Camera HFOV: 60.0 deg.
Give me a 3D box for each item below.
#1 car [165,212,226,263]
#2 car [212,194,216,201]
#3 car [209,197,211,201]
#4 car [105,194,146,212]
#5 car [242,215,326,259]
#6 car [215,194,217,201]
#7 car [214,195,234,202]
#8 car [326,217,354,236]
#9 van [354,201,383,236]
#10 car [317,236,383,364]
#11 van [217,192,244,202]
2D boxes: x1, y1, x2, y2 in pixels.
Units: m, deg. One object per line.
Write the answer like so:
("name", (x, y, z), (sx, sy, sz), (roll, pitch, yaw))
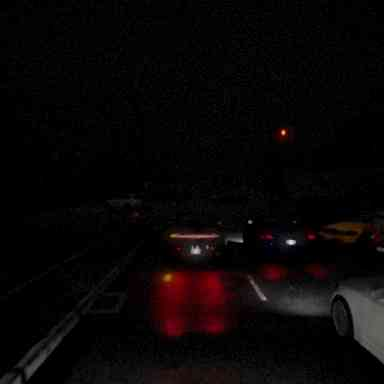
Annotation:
("car", (0.104, 1.469, 11.829), (2.128, 1.511, 4.902), (0, 0, 0))
("car", (7.916, 1.511, 75.278), (5.366, 1.575, 1.946), (1, -1, -20))
("car", (8.266, 1.845, 90.300), (5.366, 1.575, 1.946), (1, -2, -20))
("car", (-8.029, 1.228, 39.946), (5.566, 2.045, 2.150), (0, 1, 36))
("car", (3.104, 1.540, 12.436), (1.994, 1.385, 4.181), (0, 0, 0))
("car", (8.091, 1.493, 72.364), (4.674, 1.452, 2.002), (1, -1, -20))
("car", (8.123, 1.589, 84.288), (4.553, 1.767, 2.185), (1, -1, -20))
("car", (7.901, 1.460, 14.063), (5.366, 1.575, 1.946), (1, 0, -20))
("van", (7.967, 1.242, 11.104), (4.442, 1.987, 1.878), (1, 0, -20))
("car", (3.102, 1.518, 3.393), (1.812, 1.442, 4.674), (0, 0, 0))
("van", (7.981, 1.094, 66.373), (4.442, 1.987, 1.878), (1, -1, -20))
